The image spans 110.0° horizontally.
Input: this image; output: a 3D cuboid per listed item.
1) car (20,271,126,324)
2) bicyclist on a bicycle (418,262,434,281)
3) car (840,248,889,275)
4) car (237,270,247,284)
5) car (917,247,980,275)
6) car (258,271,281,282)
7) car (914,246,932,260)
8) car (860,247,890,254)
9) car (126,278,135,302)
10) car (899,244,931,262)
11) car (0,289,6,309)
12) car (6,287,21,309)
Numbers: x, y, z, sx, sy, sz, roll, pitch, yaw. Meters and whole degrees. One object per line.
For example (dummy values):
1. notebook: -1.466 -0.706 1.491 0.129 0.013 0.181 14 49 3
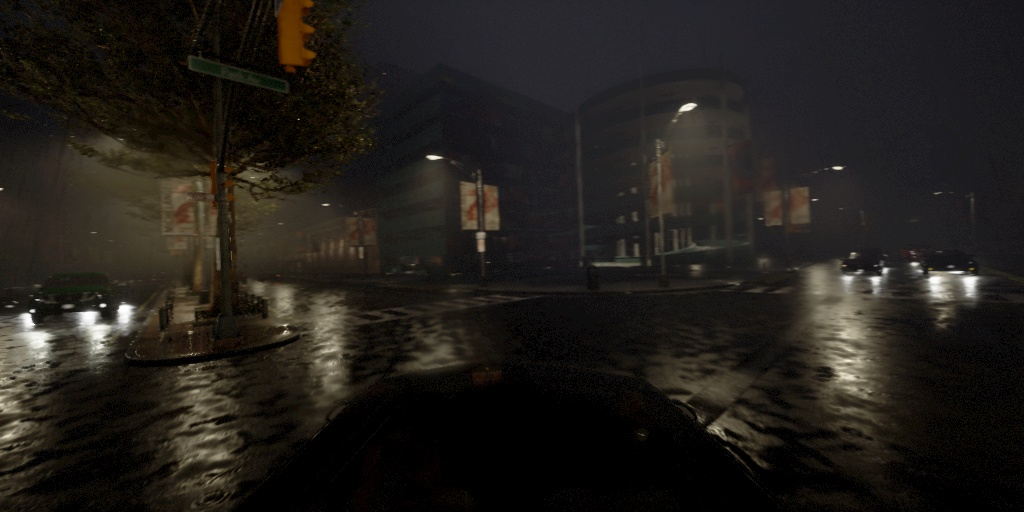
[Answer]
1. car: -19.858 1.766 16.538 2.150 2.045 5.566 -2 0 -43
2. bicyclist on a bicycle: -7.691 1.379 32.042 1.656 1.620 0.582 -3 0 -43
3. car: 22.895 0.415 23.388 5.357 1.411 2.033 -2 0 -43
4. car: -32.303 2.548 41.833 2.128 1.511 4.902 -2 0 -43
5. car: 25.336 0.333 20.890 4.181 1.385 1.994 -2 0 -43
6. car: -30.932 2.607 45.583 1.895 1.301 4.718 -2 0 -43
7. car: 31.782 0.122 26.819 4.718 1.301 1.895 -2 0 -42
8. car: 29.887 0.103 29.865 4.892 1.490 1.837 -2 0 -43
9. car: -26.617 2.418 23.852 1.895 1.301 4.718 -2 0 -43
10. car: 38.821 -0.398 34.157 2.097 1.767 4.553 -2 0 37
11. car: -22.082 2.107 13.802 1.882 1.535 5.008 -2 0 -43
12. car: -28.978 2.508 21.250 1.895 1.301 4.718 -2 0 -43
